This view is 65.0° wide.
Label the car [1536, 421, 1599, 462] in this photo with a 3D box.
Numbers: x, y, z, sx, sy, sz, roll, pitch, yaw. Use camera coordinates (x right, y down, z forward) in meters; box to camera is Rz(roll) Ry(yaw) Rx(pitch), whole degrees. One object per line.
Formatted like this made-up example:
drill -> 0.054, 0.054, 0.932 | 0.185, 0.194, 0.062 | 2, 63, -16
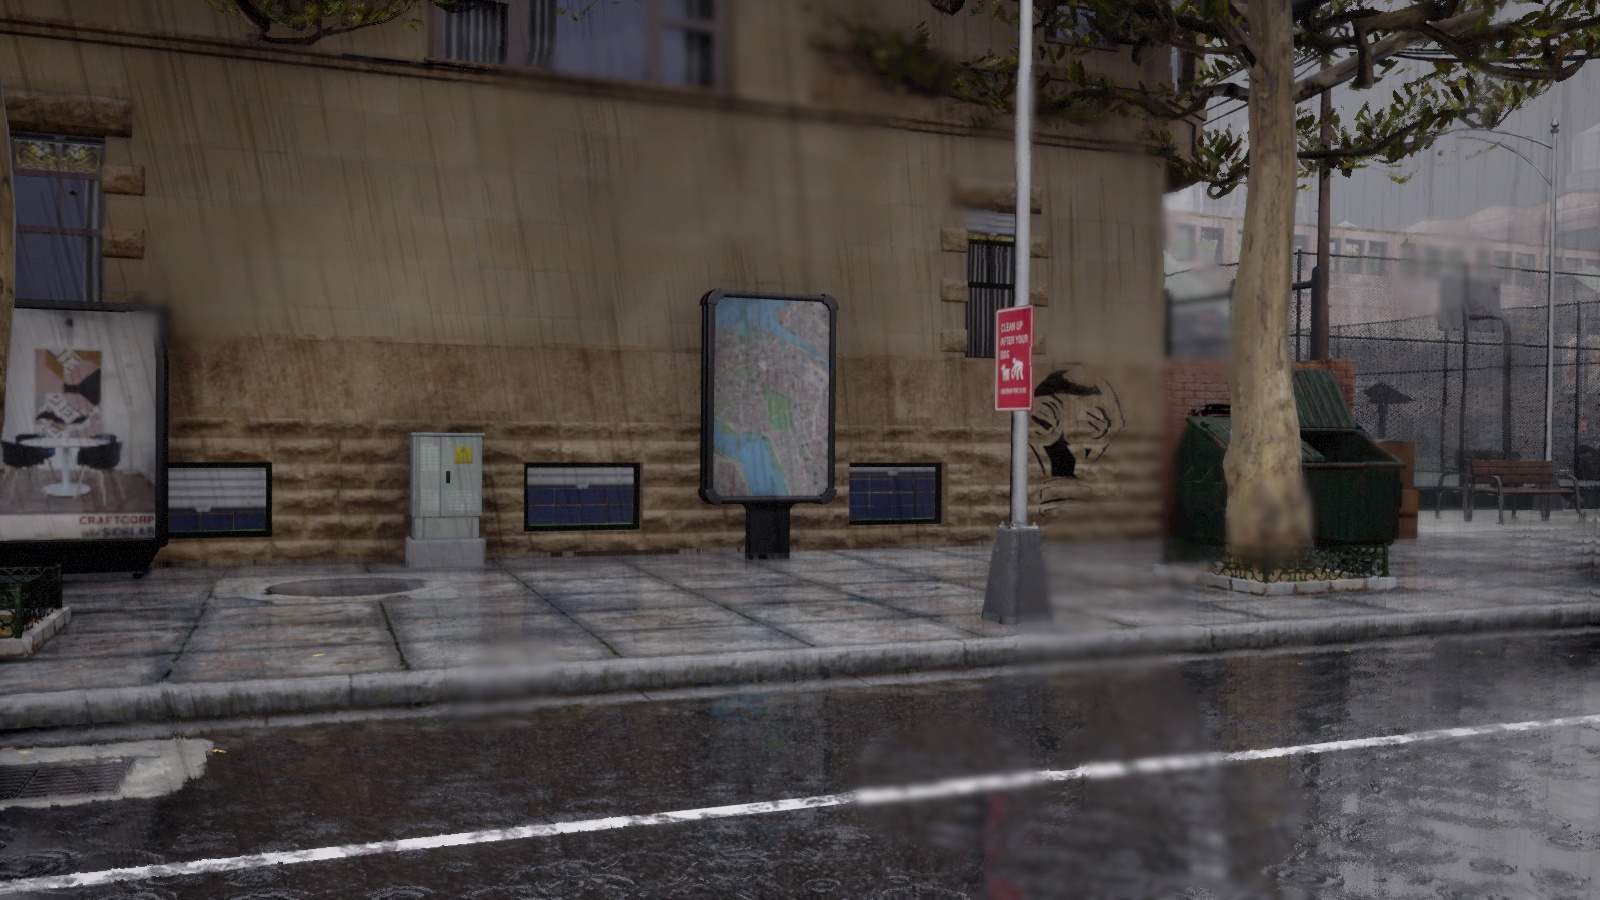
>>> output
car -> 30.460, -0.333, 47.999 | 1.789, 1.549, 3.705 | -1, 1, -21
